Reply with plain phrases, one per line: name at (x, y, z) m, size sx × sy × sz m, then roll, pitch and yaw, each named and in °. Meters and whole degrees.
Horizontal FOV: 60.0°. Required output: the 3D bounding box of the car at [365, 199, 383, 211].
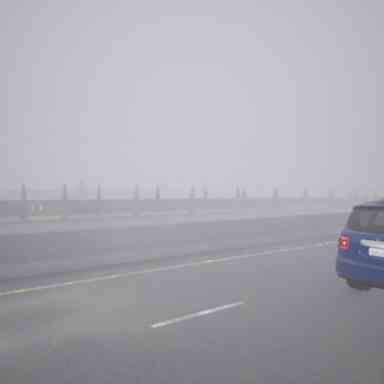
car at (24.205, 1.586, 42.600) m, size 4.181 × 1.385 × 1.994 m, roll 0°, pitch 0°, yaw -35°

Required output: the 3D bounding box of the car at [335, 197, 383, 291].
car at (5.635, 1.213, 7.749) m, size 5.566 × 2.045 × 2.150 m, roll 0°, pitch 0°, yaw -35°

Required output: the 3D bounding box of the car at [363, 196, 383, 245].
car at (10.484, 1.212, 15.492) m, size 5.566 × 2.045 × 2.150 m, roll 0°, pitch 0°, yaw -35°
